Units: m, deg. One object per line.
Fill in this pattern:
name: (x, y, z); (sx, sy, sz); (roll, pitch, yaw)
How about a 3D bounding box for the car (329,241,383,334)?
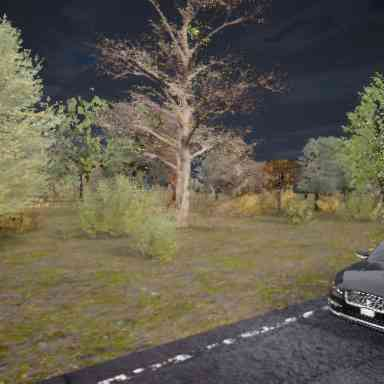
car: (4.572, 1.540, 6.325); (4.892, 1.490, 1.837); (0, 0, -35)
